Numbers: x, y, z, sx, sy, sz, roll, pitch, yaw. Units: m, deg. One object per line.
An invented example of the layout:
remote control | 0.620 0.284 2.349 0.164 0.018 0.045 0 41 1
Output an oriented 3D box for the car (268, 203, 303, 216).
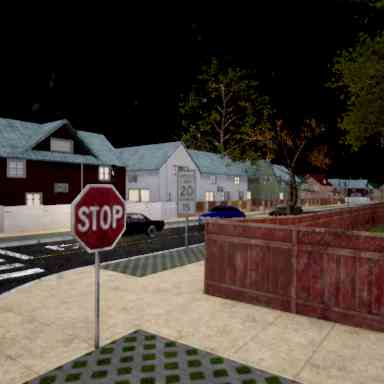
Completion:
car | 9.852 1.886 34.622 2.033 1.411 5.357 0 -1 37

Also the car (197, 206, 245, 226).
car | 2.296 1.746 24.622 1.812 1.442 4.674 0 0 37

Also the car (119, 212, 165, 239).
car | -3.588 1.726 16.785 1.895 1.301 4.718 0 0 36
